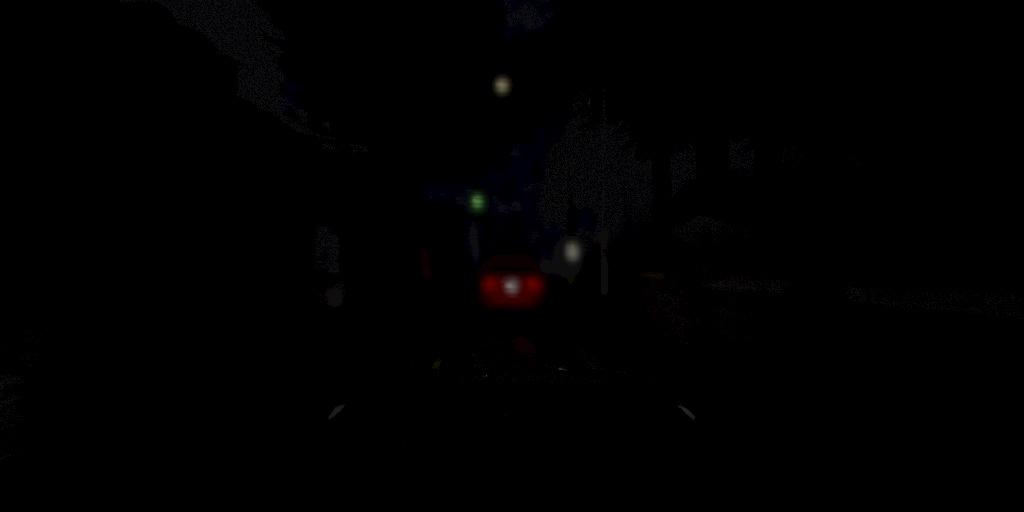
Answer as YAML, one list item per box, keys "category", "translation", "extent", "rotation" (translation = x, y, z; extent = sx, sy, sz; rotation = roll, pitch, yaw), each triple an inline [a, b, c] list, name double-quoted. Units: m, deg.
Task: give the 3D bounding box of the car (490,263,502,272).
- category: "car"
  translation: [-2.816, 2.005, 63.191]
  extent: [1.994, 1.385, 4.181]
  rotation: [0, -1, 1]

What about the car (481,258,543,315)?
- category: "car"
  translation: [0.009, 1.109, 14.442]
  extent: [2.150, 2.045, 5.566]
  rotation: [0, 0, 0]
